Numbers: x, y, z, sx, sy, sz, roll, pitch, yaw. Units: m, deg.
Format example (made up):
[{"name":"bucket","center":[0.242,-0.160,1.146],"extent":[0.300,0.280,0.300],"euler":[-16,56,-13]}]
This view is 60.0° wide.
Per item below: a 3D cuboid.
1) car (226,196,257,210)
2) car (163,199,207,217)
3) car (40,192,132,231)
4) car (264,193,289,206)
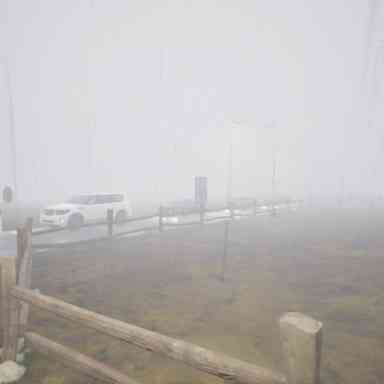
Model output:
[{"name":"car","center":[5.347,1.148,35.796],"extent":[1.994,1.385,4.181],"euler":[1,1,36]},{"name":"car","center":[-0.524,1.266,27.651],"extent":[1.994,1.385,4.181],"euler":[1,1,36]},{"name":"car","center":[-6.082,1.036,19.879],"extent":[2.150,2.045,5.566],"euler":[1,1,35]},{"name":"car","center":[11.251,0.941,43.931],"extent":[1.882,1.535,5.008],"euler":[1,1,36]}]
